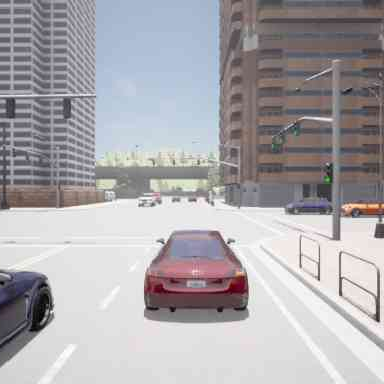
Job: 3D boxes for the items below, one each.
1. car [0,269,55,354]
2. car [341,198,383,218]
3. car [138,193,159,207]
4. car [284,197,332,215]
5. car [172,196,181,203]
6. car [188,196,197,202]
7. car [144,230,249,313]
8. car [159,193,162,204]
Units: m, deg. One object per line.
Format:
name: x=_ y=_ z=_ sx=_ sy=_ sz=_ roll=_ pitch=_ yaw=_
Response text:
car: x=-3.434 y=1.564 z=4.207 sx=1.994 sy=1.385 sz=4.181 roll=0 pitch=0 yaw=1
car: x=15.563 y=1.352 z=29.616 sx=4.553 sy=1.767 sz=2.097 roll=0 pitch=0 yaw=1
car: x=-7.014 y=1.221 z=52.173 sx=2.150 sy=2.045 sz=5.566 roll=0 pitch=0 yaw=0
car: x=11.593 y=1.352 z=33.203 sx=4.553 sy=1.767 sz=2.097 roll=0 pitch=0 yaw=2
car: x=-3.356 y=1.542 z=71.955 sx=2.033 sy=1.411 sz=5.357 roll=0 pitch=0 yaw=0
car: x=0.114 y=1.525 z=73.412 sx=2.128 sy=1.511 sz=4.902 roll=0 pitch=0 yaw=0
car: x=0.092 y=1.564 z=7.775 sx=1.994 sy=1.385 sz=4.181 roll=0 pitch=0 yaw=0
car: x=-6.963 y=1.221 z=62.593 sx=2.150 sy=2.045 sz=5.566 roll=0 pitch=0 yaw=1
